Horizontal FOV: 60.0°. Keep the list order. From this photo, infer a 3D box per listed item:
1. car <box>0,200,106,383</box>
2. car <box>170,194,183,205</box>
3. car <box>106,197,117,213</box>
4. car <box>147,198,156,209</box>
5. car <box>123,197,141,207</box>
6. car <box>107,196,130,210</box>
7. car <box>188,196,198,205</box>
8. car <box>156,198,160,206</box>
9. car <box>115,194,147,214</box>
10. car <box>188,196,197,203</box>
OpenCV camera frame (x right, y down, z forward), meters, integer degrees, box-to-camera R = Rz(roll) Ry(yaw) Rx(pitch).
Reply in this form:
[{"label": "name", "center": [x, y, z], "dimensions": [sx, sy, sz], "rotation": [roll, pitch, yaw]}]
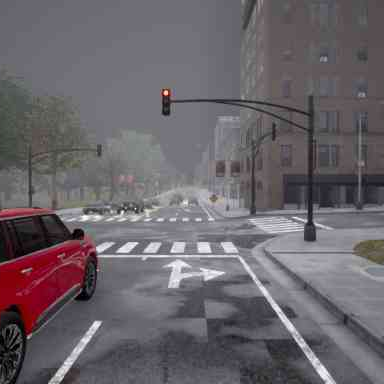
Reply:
[{"label": "car", "center": [-3.119, 1.220, 5.165], "dimensions": [2.150, 2.045, 5.566], "rotation": [0, 0, -2]}, {"label": "car", "center": [-3.068, 1.645, 60.795], "dimensions": [2.033, 1.411, 5.357], "rotation": [0, 0, 1]}, {"label": "car", "center": [-9.800, 1.575, 34.943], "dimensions": [2.033, 1.411, 5.357], "rotation": [0, 0, 0]}, {"label": "car", "center": [-6.533, 1.579, 45.583], "dimensions": [1.812, 1.442, 4.674], "rotation": [0, 0, 0]}, {"label": "car", "center": [-9.756, 1.573, 54.691], "dimensions": [2.128, 1.511, 4.902], "rotation": [0, 0, 0]}, {"label": "car", "center": [-9.782, 1.402, 44.474], "dimensions": [2.097, 1.767, 4.553], "rotation": [0, 0, 0]}, {"label": "car", "center": [0.193, 1.646, 61.200], "dimensions": [2.033, 1.411, 5.357], "rotation": [0, 0, 0]}, {"label": "car", "center": [-6.490, 1.648, 55.448], "dimensions": [1.994, 1.385, 4.181], "rotation": [0, 0, 1]}, {"label": "car", "center": [-6.548, 1.252, 35.828], "dimensions": [2.150, 2.045, 5.566], "rotation": [0, 0, 0]}, {"label": "car", "center": [0.115, 1.622, 75.306], "dimensions": [1.837, 1.490, 4.892], "rotation": [0, 0, 0]}]
